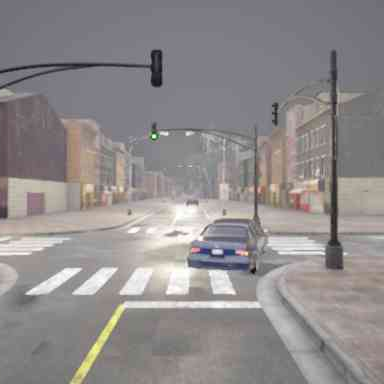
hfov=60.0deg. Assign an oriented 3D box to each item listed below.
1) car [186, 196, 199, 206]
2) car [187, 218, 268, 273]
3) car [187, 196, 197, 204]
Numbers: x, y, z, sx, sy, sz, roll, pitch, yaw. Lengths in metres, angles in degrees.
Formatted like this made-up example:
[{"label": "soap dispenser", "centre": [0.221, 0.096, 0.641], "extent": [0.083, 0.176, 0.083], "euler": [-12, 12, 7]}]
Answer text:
[{"label": "car", "centre": [0.089, 1.519, 58.081], "extent": [2.097, 1.767, 4.553], "euler": [0, 0, 0]}, {"label": "car", "centre": [1.376, 1.563, 10.880], "extent": [2.033, 1.411, 5.357], "euler": [0, 0, 17]}, {"label": "car", "centre": [-0.013, 1.678, 67.740], "extent": [1.882, 1.535, 5.008], "euler": [0, 0, 0]}]
